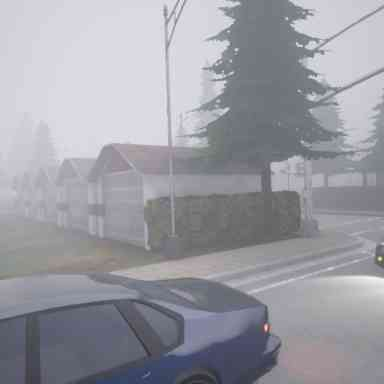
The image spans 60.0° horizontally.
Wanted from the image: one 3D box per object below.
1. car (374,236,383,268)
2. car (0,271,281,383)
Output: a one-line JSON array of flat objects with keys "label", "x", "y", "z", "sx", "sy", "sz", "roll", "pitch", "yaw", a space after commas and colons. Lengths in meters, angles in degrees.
[{"label": "car", "x": 6.459, "y": 1.221, "z": 8.504, "sx": 4.181, "sy": 1.385, "sz": 1.994, "roll": -1, "pitch": 0, "yaw": -37}, {"label": "car", "x": -1.609, "y": 1.539, "z": 2.823, "sx": 5.357, "sy": 1.411, "sz": 2.033, "roll": -2, "pitch": 1, "yaw": -34}]
